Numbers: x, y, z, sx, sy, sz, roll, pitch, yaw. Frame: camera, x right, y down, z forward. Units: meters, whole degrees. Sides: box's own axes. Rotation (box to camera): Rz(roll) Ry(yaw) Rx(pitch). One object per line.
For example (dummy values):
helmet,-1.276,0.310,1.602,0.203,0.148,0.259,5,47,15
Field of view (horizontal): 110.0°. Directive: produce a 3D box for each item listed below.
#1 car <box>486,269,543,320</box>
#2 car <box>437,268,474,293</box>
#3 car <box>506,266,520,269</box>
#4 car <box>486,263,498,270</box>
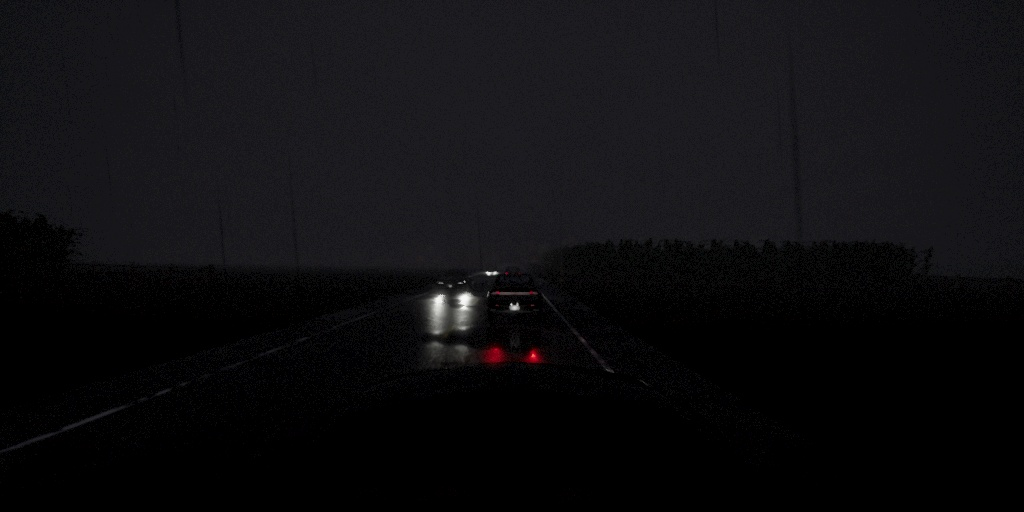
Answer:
car,0.090,1.397,13.401,2.128,1.511,4.902,0,-1,0
car,-3.600,1.542,23.344,1.837,1.490,4.892,0,-1,0
car,0.098,1.757,36.512,2.033,1.411,5.357,0,-1,0
car,-3.536,2.066,64.581,2.128,1.511,4.902,0,-1,1
